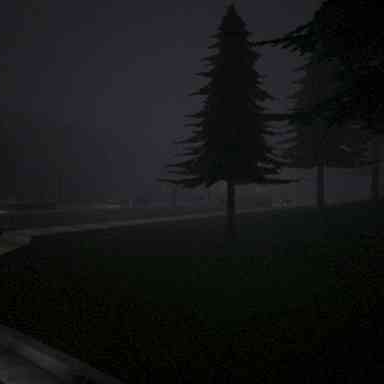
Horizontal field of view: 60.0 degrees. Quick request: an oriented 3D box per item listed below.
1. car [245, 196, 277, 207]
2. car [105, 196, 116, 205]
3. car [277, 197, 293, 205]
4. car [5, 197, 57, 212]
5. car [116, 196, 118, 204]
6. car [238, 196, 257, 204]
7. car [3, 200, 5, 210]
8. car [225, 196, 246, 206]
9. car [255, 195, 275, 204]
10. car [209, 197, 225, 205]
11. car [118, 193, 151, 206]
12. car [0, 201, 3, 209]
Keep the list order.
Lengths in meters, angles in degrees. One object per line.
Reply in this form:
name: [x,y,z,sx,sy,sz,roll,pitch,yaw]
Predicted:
car: [10.563,1.431,50.738,2.128,1.511,4.902,0,0,36]
car: [-12.459,1.355,56.419,1.882,1.535,5.008,0,0,35]
car: [16.366,1.503,59.104,1.994,1.385,4.181,0,0,35]
car: [-17.619,1.499,36.926,1.895,1.301,4.718,0,0,35]
car: [-9.235,1.110,54.929,2.150,2.045,5.566,0,0,35]
car: [10.628,1.483,63.113,1.994,1.385,4.181,0,0,35]
car: [-19.504,1.366,40.326,1.882,1.535,5.008,0,0,35]
car: [7.717,1.407,52.776,1.882,1.535,5.008,0,0,35]
car: [13.509,1.407,61.125,1.882,1.535,5.008,0,0,35]
car: [4.880,1.520,54.827,1.895,1.301,4.718,0,0,36]
car: [-8.375,1.250,50.093,2.097,1.767,4.553,0,0,35]
car: [-22.595,1.404,42.010,1.812,1.442,4.674,0,0,35]
